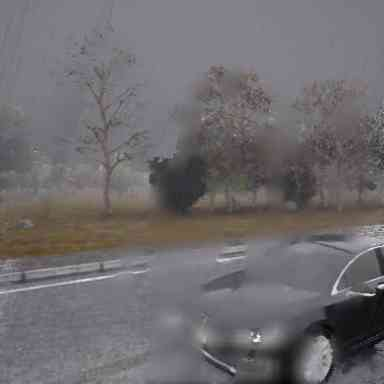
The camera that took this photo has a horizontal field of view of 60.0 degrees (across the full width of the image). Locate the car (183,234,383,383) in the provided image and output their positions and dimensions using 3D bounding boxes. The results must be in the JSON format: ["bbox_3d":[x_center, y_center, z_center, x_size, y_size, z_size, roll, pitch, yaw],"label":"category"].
[{"bbox_3d":[2.165,1.491,5.290,4.892,1.490,1.837,0,0,-33],"label":"car"}]
